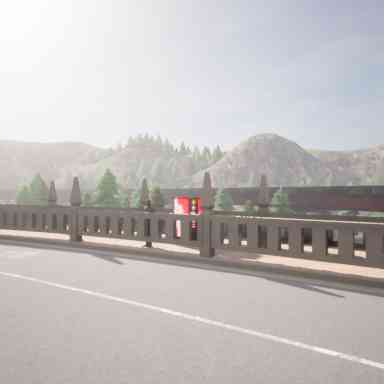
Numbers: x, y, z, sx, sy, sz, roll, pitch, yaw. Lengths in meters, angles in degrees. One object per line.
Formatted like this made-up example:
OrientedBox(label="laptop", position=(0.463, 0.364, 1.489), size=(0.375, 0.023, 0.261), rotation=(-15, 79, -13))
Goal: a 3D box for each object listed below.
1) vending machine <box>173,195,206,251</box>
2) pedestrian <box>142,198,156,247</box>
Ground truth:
OrientedBox(label="vending machine", position=(-0.080, 1.195, 13.286), size=(0.880, 2.100, 1.100), rotation=(0, 0, 31))
OrientedBox(label="pedestrian", position=(-1.662, 1.141, 12.523), size=(0.375, 1.860, 0.375), rotation=(0, 0, 31))
